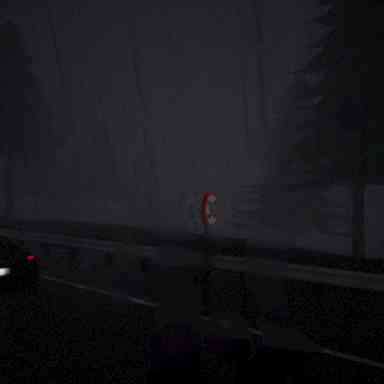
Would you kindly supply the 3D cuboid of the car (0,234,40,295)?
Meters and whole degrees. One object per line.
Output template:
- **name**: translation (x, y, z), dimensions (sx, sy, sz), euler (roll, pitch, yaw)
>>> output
- **car**: translation (-5.340, 1.493, 7.493), dimensions (4.181, 1.385, 1.994), euler (1, 0, 33)
